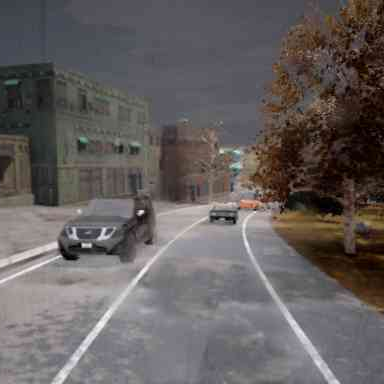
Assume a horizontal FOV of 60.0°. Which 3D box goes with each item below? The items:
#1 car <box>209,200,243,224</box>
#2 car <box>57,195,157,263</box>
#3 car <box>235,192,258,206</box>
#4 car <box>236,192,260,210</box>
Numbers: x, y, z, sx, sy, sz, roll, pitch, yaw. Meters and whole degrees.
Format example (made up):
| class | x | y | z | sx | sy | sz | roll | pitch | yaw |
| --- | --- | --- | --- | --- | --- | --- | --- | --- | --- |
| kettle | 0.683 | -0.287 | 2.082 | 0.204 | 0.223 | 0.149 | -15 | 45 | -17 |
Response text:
| class | x | y | z | sx | sy | sz | roll | pitch | yaw |
| --- | --- | --- | --- | --- | --- | --- | --- | --- | --- |
| car | 2.473 | 1.529 | 24.582 | 1.895 | 1.301 | 4.718 | 1 | 0 | 11 |
| car | -2.749 | 1.161 | 12.224 | 2.150 | 2.045 | 5.566 | 0 | 0 | 5 |
| car | 8.977 | 1.118 | 54.652 | 2.150 | 2.045 | 5.566 | 3 | 1 | 26 |
| car | 7.253 | 1.299 | 41.671 | 2.097 | 1.767 | 4.553 | 2 | 0 | 19 |
